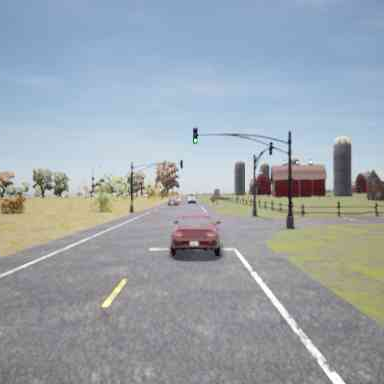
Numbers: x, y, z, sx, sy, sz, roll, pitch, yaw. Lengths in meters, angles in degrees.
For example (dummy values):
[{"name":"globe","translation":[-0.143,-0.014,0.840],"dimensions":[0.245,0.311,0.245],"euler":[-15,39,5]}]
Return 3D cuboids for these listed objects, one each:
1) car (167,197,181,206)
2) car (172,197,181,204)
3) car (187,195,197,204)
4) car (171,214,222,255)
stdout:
[{"name":"car","translation":[-3.548,1.857,61.754],"dimensions":[2.128,1.511,4.902],"euler":[0,0,1]},{"name":"car","translation":[-3.507,1.914,77.160],"dimensions":[1.882,1.535,5.008],"euler":[0,0,0]},{"name":"car","translation":[-0.006,2.027,76.232],"dimensions":[1.895,1.301,4.718],"euler":[0,0,0]},{"name":"car","translation":[0.219,1.616,13.639],"dimensions":[1.812,1.442,4.674],"euler":[0,0,4]}]
